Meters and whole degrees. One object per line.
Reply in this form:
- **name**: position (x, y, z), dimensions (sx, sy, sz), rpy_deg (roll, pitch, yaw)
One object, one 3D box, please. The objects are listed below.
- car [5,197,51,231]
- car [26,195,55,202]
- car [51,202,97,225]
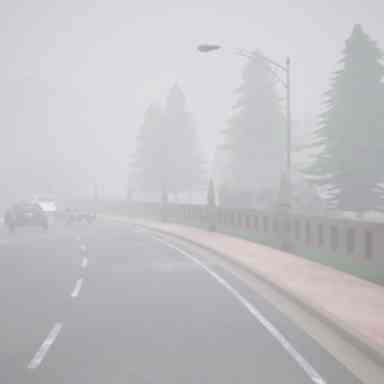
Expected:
- **car**: position (-10.784, 1.437, 21.509), dimensions (2.097, 1.767, 4.553), rpy_deg (0, 0, -33)
- **car**: position (-15.164, 1.343, 32.243), dimensions (5.566, 2.045, 2.150), rpy_deg (0, 0, 43)
- **car**: position (-8.840, 1.680, 24.754), dimensions (1.895, 1.301, 4.718), rpy_deg (0, 0, -38)
